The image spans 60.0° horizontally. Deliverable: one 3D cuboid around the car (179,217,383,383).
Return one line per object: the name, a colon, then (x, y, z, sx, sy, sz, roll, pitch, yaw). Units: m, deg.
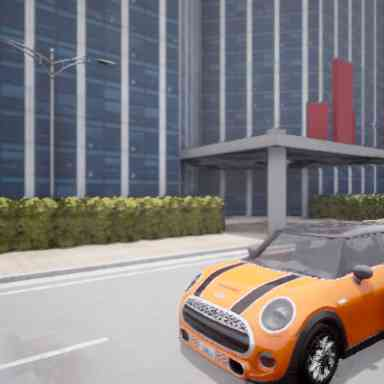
car: (2.021, 1.355, 5.400, 4.553, 1.767, 2.097, 0, 0, -35)
